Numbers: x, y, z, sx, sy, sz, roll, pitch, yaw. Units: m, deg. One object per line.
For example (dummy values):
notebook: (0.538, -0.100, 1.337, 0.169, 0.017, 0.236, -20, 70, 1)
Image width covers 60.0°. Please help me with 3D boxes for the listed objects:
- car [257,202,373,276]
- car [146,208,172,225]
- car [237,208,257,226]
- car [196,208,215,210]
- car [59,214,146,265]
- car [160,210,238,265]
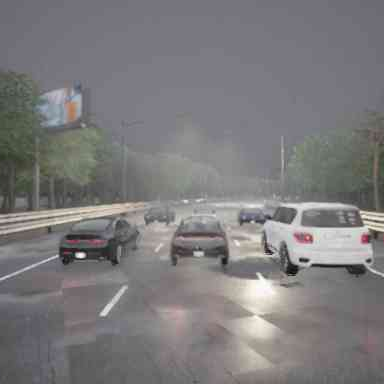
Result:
car: (3.750, 1.346, 10.955, 2.150, 2.045, 5.566, 0, 0, 3)
car: (-2.436, 1.894, 26.570, 1.895, 1.301, 4.718, 0, -1, 5)
car: (4.551, 1.894, 26.134, 1.895, 1.301, 4.718, 0, -1, 5)
car: (1.056, 1.894, 26.346, 1.895, 1.301, 4.718, 0, -1, 5)
car: (-3.190, 1.640, 12.277, 1.837, 1.490, 4.892, 0, 0, 3)
car: (0.309, 1.627, 12.161, 2.128, 1.511, 4.902, 0, -1, 3)
